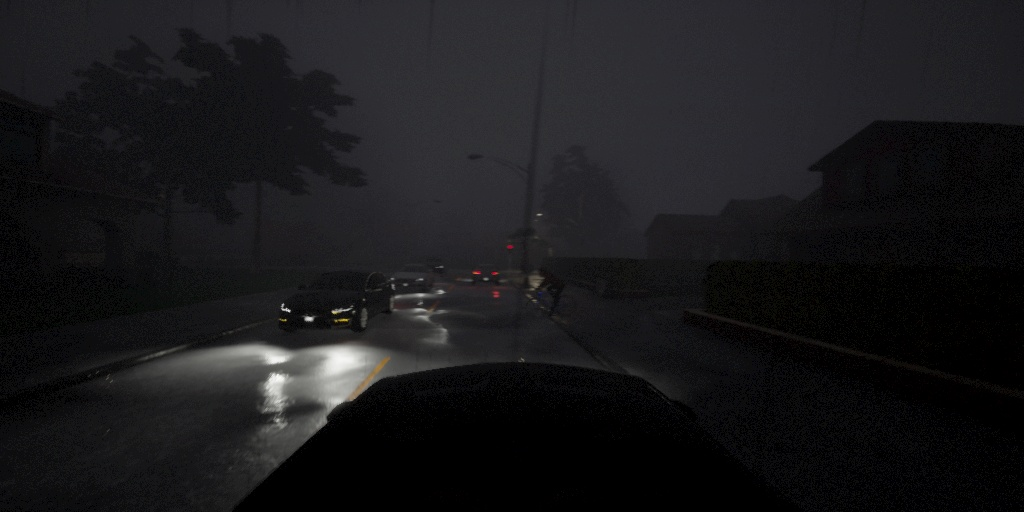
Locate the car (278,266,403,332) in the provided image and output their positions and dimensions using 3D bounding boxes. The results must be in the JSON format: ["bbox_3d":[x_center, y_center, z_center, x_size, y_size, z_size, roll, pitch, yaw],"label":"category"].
[{"bbox_3d":[-4.745,1.154,10.446,1.837,1.490,4.892,1,0,-5],"label":"car"}]

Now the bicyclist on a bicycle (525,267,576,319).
[{"bbox_3d":[1.192,1.165,11.434,1.656,1.620,0.582,-5,0,-5],"label":"bicyclist on a bicycle"}]

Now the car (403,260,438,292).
[{"bbox_3d":[-5.612,1.164,20.528,1.812,1.442,4.674,1,0,-5],"label":"car"}]

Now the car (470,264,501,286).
[{"bbox_3d":[-1.861,1.254,25.442,1.812,1.442,4.674,1,0,-5],"label":"car"}]

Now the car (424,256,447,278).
[{"bbox_3d":[-6.265,0.785,28.845,1.837,1.490,4.892,1,0,-5],"label":"car"}]
